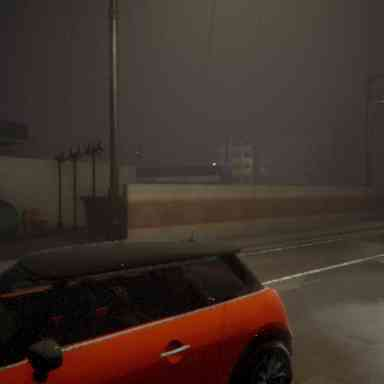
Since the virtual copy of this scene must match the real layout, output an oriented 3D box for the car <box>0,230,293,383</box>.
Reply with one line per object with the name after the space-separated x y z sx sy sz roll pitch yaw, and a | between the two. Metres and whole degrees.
-1.147 1.347 3.170 4.553 1.767 2.097 -1 0 -35 | car
